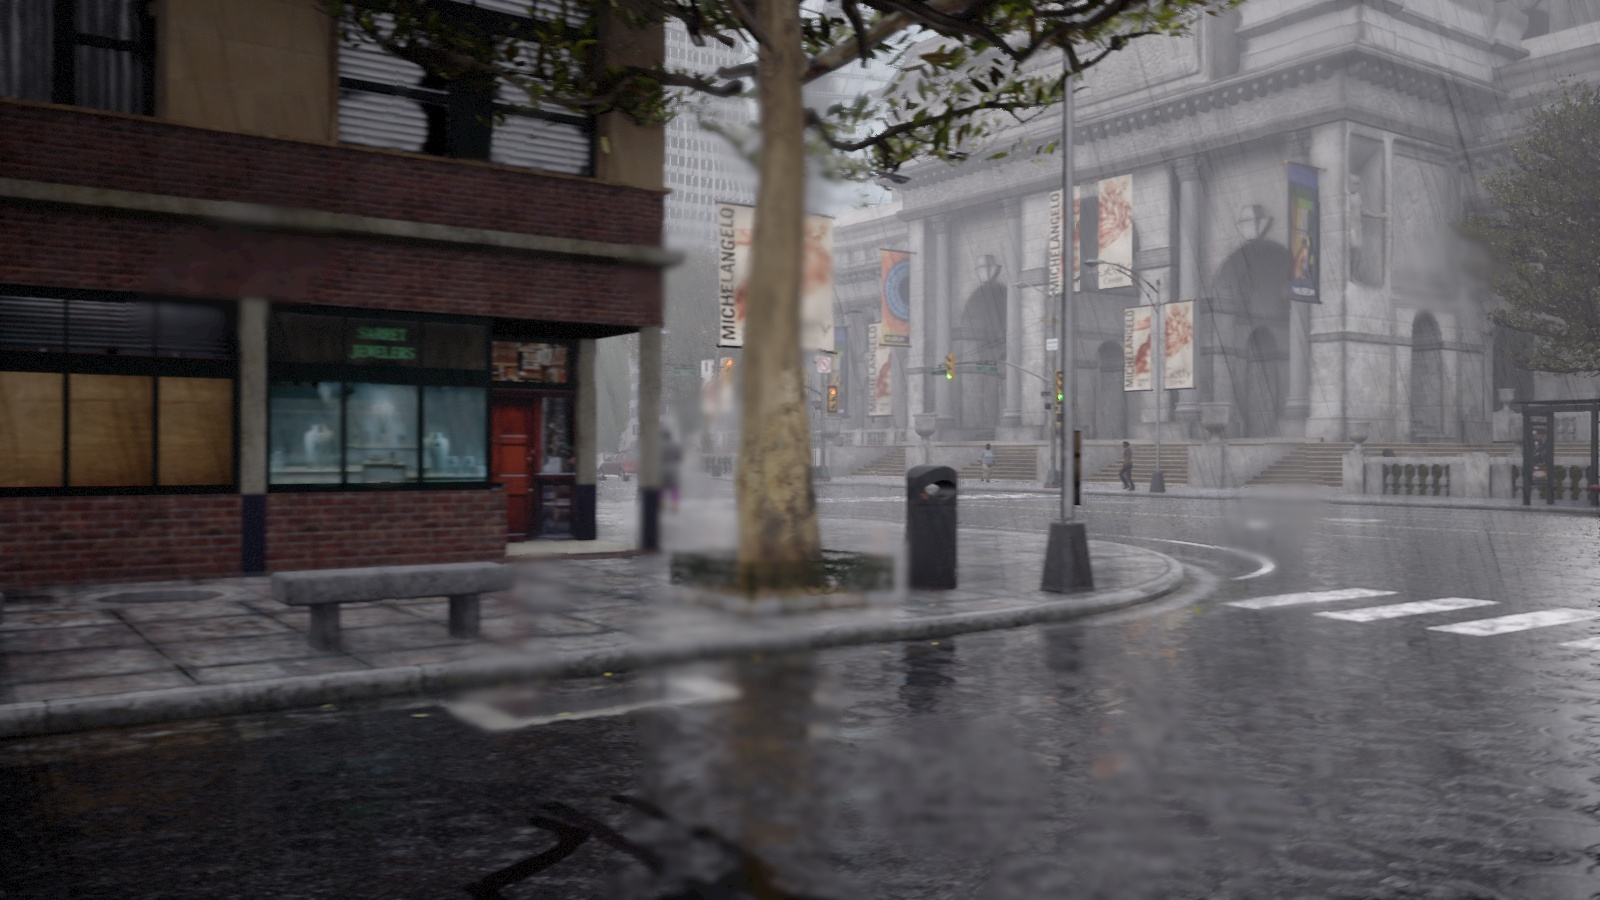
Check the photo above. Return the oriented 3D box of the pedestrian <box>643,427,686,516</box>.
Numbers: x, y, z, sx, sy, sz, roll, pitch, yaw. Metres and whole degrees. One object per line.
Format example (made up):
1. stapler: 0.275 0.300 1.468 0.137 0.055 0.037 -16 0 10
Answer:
1. pedestrian: -3.012 0.476 27.959 0.659 1.952 0.873 0 0 -29

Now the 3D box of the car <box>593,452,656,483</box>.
1. car: -9.257 0.905 66.057 1.789 1.549 3.705 0 0 -35

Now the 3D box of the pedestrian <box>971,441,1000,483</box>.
1. pedestrian: 8.155 0.519 55.105 0.874 1.855 0.900 0 0 -32

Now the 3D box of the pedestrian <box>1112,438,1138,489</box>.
1. pedestrian: 11.643 0.487 44.998 0.869 1.805 0.328 0 0 43
